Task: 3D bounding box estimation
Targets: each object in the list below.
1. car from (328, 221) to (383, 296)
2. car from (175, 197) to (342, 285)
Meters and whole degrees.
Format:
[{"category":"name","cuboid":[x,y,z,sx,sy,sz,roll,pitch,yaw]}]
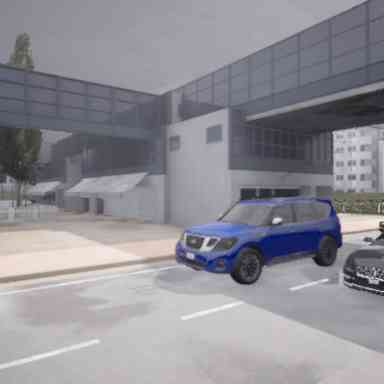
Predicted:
[{"category":"car","cuboid":[5.547,1.491,7.930,4.892,1.490,1.837,-1,0,-35]},{"category":"car","cuboid":[2.209,1.209,9.845,5.566,2.045,2.150,-1,0,-36]}]
